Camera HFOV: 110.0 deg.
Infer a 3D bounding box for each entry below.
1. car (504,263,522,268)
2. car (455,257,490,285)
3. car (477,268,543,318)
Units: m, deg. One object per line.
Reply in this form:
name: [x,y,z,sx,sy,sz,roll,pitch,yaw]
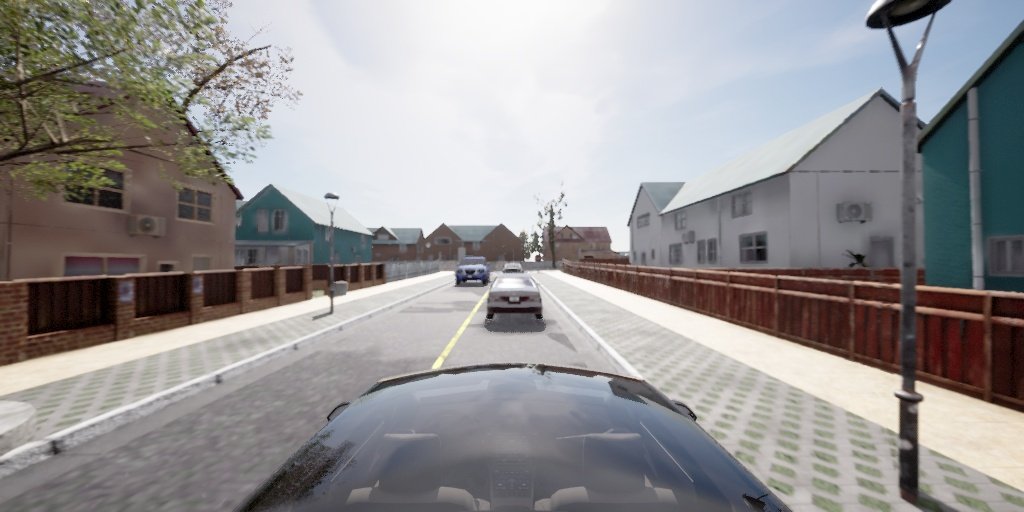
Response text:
car: [0.081,1.364,30.344,1.837,1.490,4.892,0,0,0]
car: [-2.849,1.060,27.038,2.150,2.045,5.566,0,0,0]
car: [0.080,1.322,13.072,2.033,1.411,5.357,0,0,0]
